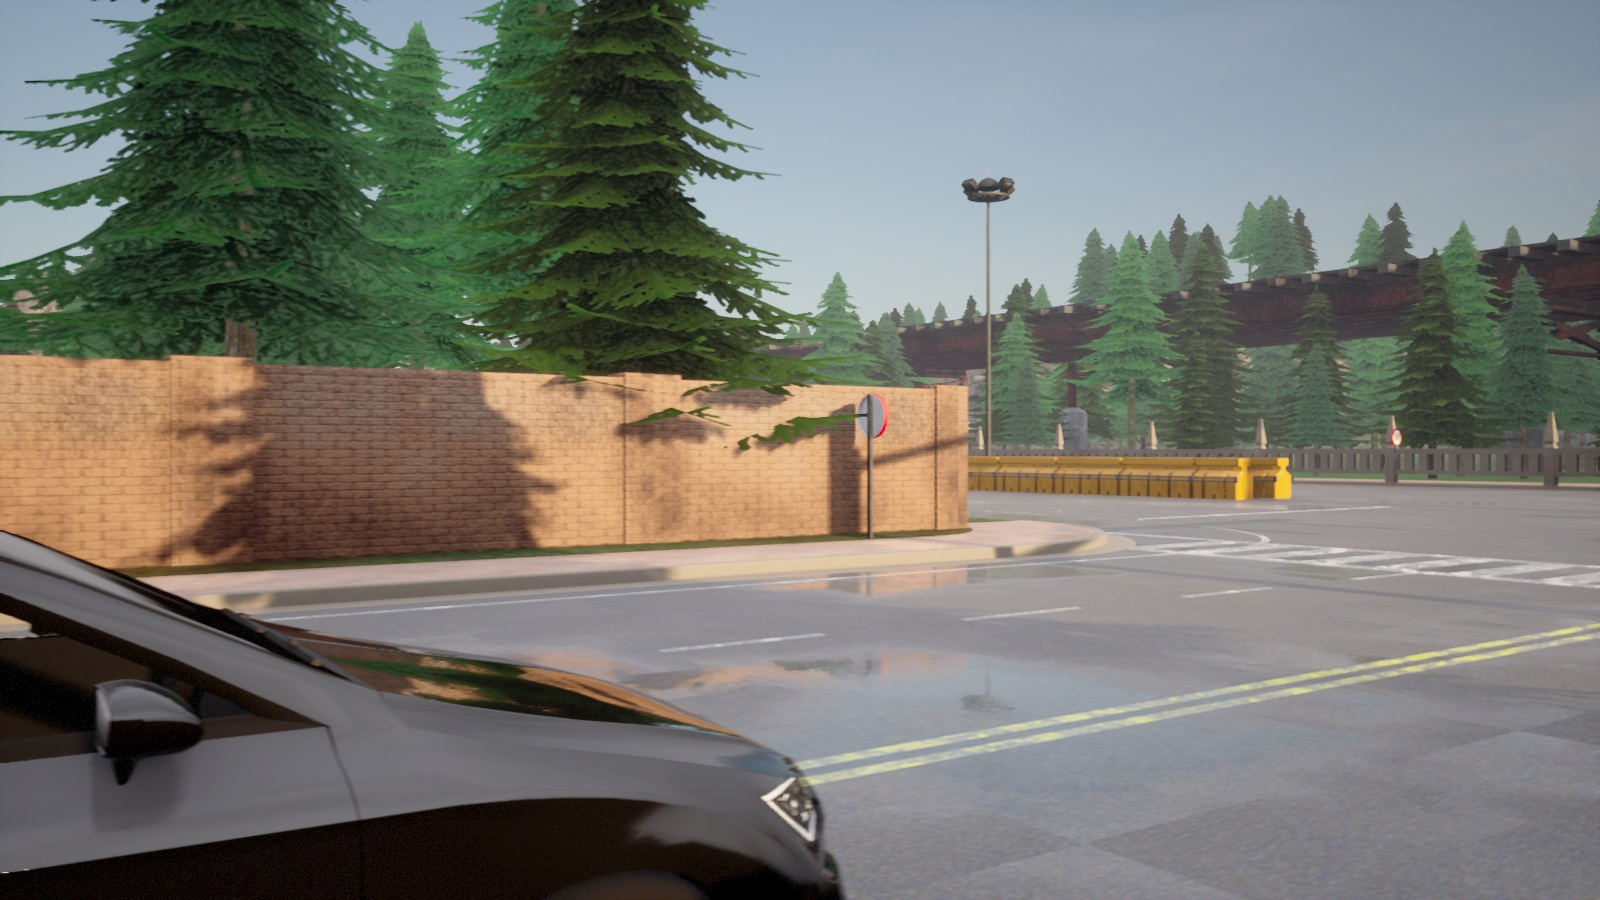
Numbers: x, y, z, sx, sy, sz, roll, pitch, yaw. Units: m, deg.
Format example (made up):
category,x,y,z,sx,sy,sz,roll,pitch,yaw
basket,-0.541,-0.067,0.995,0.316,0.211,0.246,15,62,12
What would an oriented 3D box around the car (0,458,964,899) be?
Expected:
category,x,y,z,sx,sy,sz,roll,pitch,yaw
car,-1.873,0.769,2.355,4.193,1.474,1.816,0,0,-35
